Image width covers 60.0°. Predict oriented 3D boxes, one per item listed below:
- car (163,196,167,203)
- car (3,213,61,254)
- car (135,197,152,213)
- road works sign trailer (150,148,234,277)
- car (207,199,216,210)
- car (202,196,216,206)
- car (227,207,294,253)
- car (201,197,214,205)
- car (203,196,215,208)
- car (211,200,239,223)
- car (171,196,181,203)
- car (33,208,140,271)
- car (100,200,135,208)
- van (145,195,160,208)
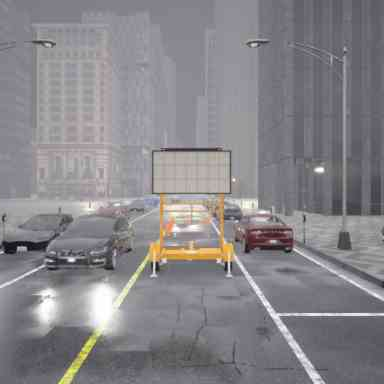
[{"bbox_3d":[-5.833,1.512,64.245,2.008,1.369,4.403,0,0,0],"label":"car"},{"bbox_3d":[-5.779,1.564,13.476,1.947,1.339,4.313,0,0,0],"label":"car"},{"bbox_3d":[-5.803,1.554,36.041,1.947,1.339,4.313,0,0,0],"label":"car"},{"bbox_3d":[-0.010,0.463,10.221,2.380,3.560,2.880,0,0,0],"label":"road works sign trailer"},{"bbox_3d":[2.729,1.558,30.410,1.947,1.339,4.313,0,0,0],"label":"car"},{"bbox_3d":[2.704,1.414,52.974,1.967,1.590,4.097,0,0,0],"label":"car"},{"bbox_3d":[2.747,1.543,13.488,1.887,1.381,4.507,0,0,0],"label":"car"},{"bbox_3d":[2.699,1.518,58.615,2.008,1.369,4.403,0,0,0],"label":"car"},{"bbox_3d":[2.716,1.509,41.862,1.752,1.417,4.829,0,0,0],"label":"car"},{"bbox_3d":[2.735,1.546,24.770,2.008,1.369,4.403,0,0,0],"label":"car"},{"bbox_3d":[-3.067,1.510,63.559,2.033,1.411,5.357,0,0,0],"label":"car"},{"bbox_3d":[-3.110,1.503,11.006,1.837,1.490,4.892,0,0,0],"label":"car"},{"bbox_3d":[-5.791,1.435,24.758,1.967,1.590,4.097,0,0,0],"label":"car"},{"bbox_3d":[-5.815,1.320,47.322,1.690,1.788,3.998,0,0,0],"label":"van"}]
